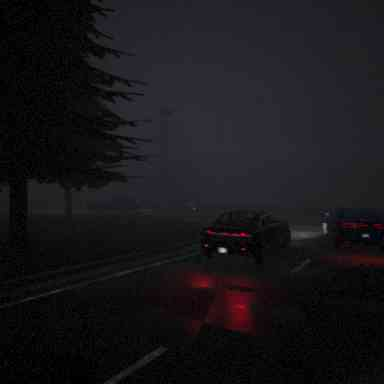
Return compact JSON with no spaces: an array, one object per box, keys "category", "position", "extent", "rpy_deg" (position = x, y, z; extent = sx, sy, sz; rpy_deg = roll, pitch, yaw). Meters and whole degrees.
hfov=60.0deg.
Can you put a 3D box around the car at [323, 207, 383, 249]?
[{"category":"car","position":[6.790,1.354,14.046],"extent":[1.882,1.535,5.008],"rpy_deg":[1,1,16]}]

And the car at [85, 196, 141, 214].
[{"category":"car","position":[-6.890,1.102,29.107],"extent":[4.902,1.511,2.128],"rpy_deg":[0,0,9]}]

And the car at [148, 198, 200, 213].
[{"category":"car","position":[-1.761,1.217,31.451],"extent":[4.718,1.301,1.895],"rpy_deg":[1,1,28]}]

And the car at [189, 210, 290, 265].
[{"category":"car","position":[2.011,1.370,11.326],"extent":[2.128,1.511,4.902],"rpy_deg":[1,1,28]}]
